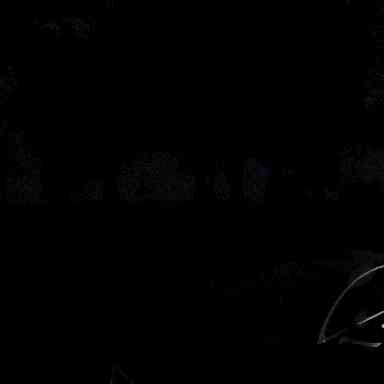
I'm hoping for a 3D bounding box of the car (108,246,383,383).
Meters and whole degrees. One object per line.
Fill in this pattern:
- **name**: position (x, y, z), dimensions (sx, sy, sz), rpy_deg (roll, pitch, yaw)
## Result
- **car**: position (1.465, 1.501, 3.997), dimensions (4.892, 1.490, 1.837), rpy_deg (0, 0, -34)
